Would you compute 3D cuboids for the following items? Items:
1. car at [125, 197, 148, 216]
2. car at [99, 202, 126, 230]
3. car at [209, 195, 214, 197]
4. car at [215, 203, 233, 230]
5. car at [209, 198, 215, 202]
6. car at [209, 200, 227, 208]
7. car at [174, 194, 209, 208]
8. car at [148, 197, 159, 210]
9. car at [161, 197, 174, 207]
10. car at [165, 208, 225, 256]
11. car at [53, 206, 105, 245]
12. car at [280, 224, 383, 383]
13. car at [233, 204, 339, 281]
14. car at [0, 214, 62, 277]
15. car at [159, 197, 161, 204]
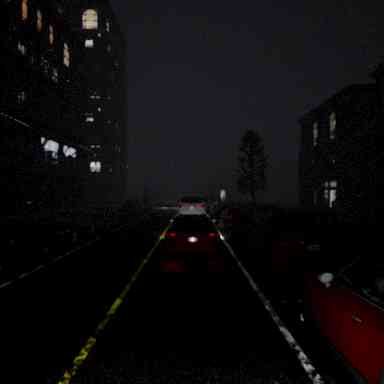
[{"bbox_3d":[-5.729,1.422,31.853,1.967,1.590,4.097,0,0,0],"label":"car"},{"bbox_3d":[-5.715,1.532,20.775,2.008,1.369,4.403,0,0,0],"label":"car"},{"bbox_3d":[2.633,1.511,48.651,1.752,1.417,4.829,0,0,0],"label":"car"},{"bbox_3d":[2.666,1.563,20.785,1.802,1.307,4.206,0,0,0],"label":"car"},{"bbox_3d":[2.652,1.533,31.863,2.008,1.369,4.403,0,0,0],"label":"car"},{"bbox_3d":[2.659,1.547,26.325,1.947,1.339,4.313,0,0,0],"label":"car"},{"bbox_3d":[-0.001,1.204,26.675,2.150,2.045,5.566,0,0,0],"label":"car"},{"bbox_3d":[-5.741,1.424,42.933,1.967,1.590,4.097,0,0,0],"label":"car"},{"bbox_3d":[-3.144,1.511,49.643,1.812,1.442,4.674,0,0,0],"label":"car"},{"bbox_3d":[0.033,1.550,13.049,1.994,1.385,4.181,0,0,0],"label":"car"},{"bbox_3d":[-5.708,1.535,15.237,2.008,1.369,4.403,0,0,0],"label":"car"},{"bbox_3d":[2.686,1.435,4.168,1.967,1.590,4.097,0,0,0],"label":"car"},{"bbox_3d":[2.680,1.304,9.709,2.192,1.841,5.009,0,0,0],"label":"car"},{"bbox_3d":[-5.701,1.554,9.699,1.947,1.339,4.313,0,0,0],"label":"car"},{"bbox_3d":[-5.762,1.513,59.382,1.752,1.417,4.829,0,0,0],"label":"car"}]
